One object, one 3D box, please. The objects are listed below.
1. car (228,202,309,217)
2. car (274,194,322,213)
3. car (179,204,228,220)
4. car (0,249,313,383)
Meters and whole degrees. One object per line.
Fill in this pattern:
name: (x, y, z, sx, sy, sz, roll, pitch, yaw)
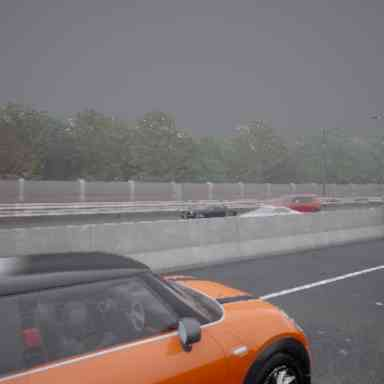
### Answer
car: (4.688, 1.534, 20.102, 4.674, 1.442, 1.812, 0, 0, -35)
car: (8.061, 1.213, 26.681, 5.566, 2.045, 2.150, 0, 0, -34)
car: (1.327, 1.599, 26.290, 4.718, 1.301, 1.895, 0, 0, -35)
car: (-0.934, 1.352, 3.067, 4.553, 1.767, 2.097, 0, 0, -36)
